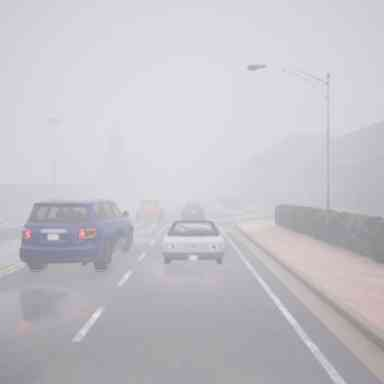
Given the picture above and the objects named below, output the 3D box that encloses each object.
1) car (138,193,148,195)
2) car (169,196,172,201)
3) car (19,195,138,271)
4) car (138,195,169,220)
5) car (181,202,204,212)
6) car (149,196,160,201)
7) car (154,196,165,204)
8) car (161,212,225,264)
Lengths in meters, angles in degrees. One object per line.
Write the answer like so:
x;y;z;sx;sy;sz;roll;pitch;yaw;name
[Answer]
-10.179;1.265;68.519;2.150;2.045;5.566;0;0;1;car
-6.193;1.635;84.209;1.895;1.301;4.718;0;0;5;car
-3.450;1.228;11.015;2.150;2.045;5.566;0;0;1;car
-3.428;1.367;28.748;2.097;1.767;4.553;0;0;0;car
0.079;1.581;29.651;1.994;1.385;4.181;0;0;0;car
-9.642;1.627;84.794;1.895;1.301;4.718;0;0;5;car
-6.684;1.565;68.132;1.812;1.442;4.674;0;0;1;car
0.055;1.608;11.799;1.895;1.301;4.718;0;0;0;car
